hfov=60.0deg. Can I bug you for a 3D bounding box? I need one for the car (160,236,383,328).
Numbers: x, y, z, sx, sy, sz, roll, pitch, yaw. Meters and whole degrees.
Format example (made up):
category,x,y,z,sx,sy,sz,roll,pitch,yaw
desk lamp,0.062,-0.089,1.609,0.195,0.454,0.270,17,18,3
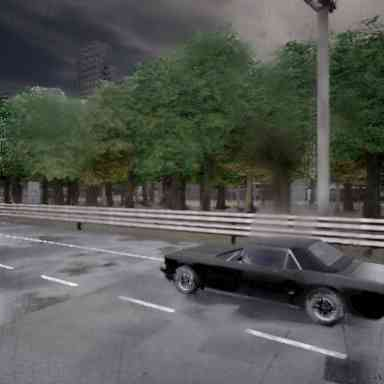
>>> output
category,x,y,z,sx,sy,sz,roll,pitch,yaw
car,1.608,1.602,7.022,4.718,1.301,1.895,0,0,36
